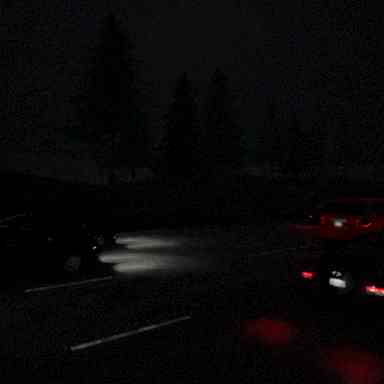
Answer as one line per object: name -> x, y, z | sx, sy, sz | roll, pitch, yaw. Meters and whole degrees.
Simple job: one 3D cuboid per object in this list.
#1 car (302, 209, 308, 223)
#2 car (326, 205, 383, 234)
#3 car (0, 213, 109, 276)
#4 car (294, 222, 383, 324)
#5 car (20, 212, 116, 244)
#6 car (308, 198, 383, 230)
car -> 10.120, 1.519, 24.222 | 5.008, 1.535, 1.882 | 0, 0, -36
car -> 10.234, 1.558, 19.965 | 4.674, 1.442, 1.812 | 0, 0, -36
car -> -5.003, 1.533, 8.956 | 4.892, 1.490, 1.837 | 0, 0, -34
car -> 4.441, 1.558, 7.019 | 5.357, 1.411, 2.033 | 0, 0, -36
car -> -5.415, 1.541, 12.916 | 4.892, 1.490, 1.837 | 0, 0, -35
car -> 7.433, 1.243, 13.569 | 5.566, 2.045, 2.150 | 0, 0, -36
